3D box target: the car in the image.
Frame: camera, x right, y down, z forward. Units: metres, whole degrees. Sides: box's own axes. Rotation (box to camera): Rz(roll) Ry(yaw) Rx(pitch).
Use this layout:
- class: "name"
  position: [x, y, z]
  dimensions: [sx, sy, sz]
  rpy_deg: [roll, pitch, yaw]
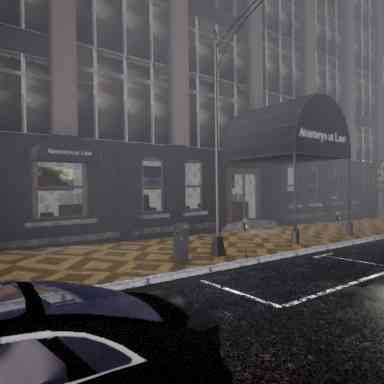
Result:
- class: "car"
  position: [-1.960, 1.491, 2.082]
  dimensions: [4.902, 1.511, 2.128]
  rpy_deg: [0, 0, -33]
